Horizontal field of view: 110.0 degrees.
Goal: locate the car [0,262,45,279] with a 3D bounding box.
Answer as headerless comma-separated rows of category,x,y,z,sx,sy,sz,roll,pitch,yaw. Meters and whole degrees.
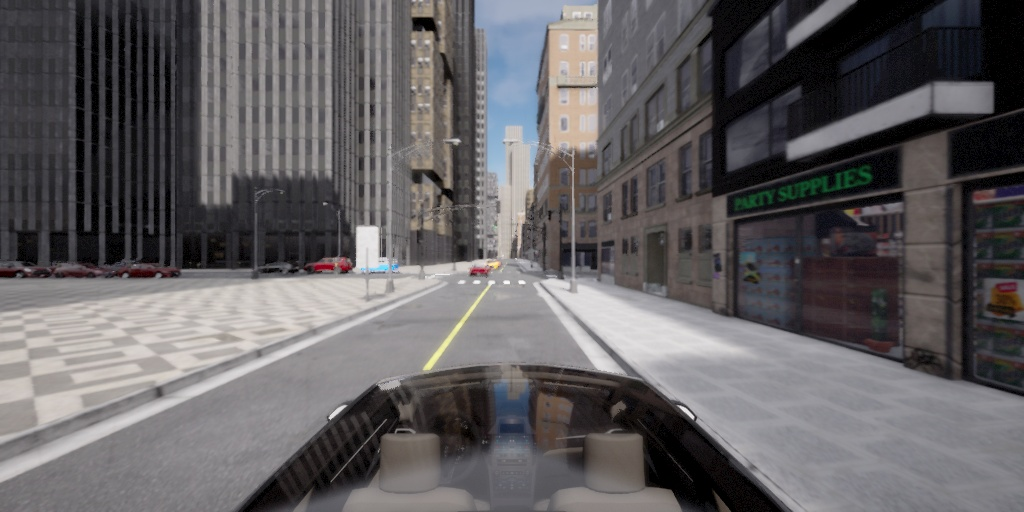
car,-42.834,1.208,31.172,4.097,1.591,1.967,0,0,-1

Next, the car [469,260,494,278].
car,-3.017,1.357,34.544,1.895,1.301,4.718,0,0,0

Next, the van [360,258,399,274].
van,-14.747,1.130,40.142,3.998,1.789,1.690,0,0,-1

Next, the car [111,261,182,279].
car,-31.557,1.321,31.350,4.507,1.381,1.888,0,0,-1

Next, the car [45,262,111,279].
car,-37.195,1.354,31.261,4.207,1.307,1.802,0,0,-1

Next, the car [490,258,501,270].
car,-3.026,1.284,54.107,1.882,1.535,5.008,0,1,0

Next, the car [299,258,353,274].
car,-20.387,1.102,40.053,5.009,1.841,2.192,0,0,-1

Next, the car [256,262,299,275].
car,-26.027,1.350,39.965,4.313,1.339,1.948,0,0,-1

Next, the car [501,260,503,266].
car,-3.032,1.113,62.695,2.097,1.767,4.553,0,-1,0
